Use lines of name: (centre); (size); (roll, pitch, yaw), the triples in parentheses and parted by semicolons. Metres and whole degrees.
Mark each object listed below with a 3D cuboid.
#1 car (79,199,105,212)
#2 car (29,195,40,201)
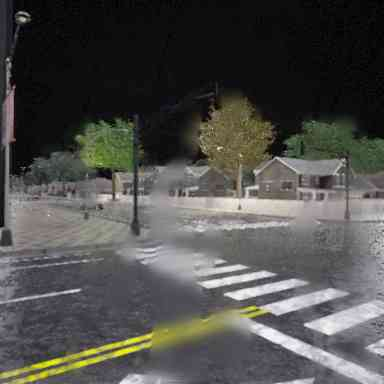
car: (-12.435, 1.605, 40.999); (2.033, 1.411, 5.357); (1, 0, -33)
car: (-38.965, 1.458, 82.291); (1.895, 1.301, 4.718); (1, 0, -33)
